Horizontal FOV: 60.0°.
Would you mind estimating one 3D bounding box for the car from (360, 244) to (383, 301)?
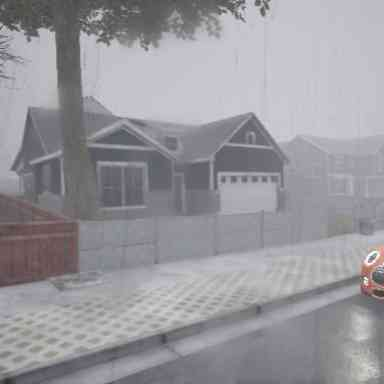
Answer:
[{"bbox_3d":[5.646,1.338,7.275,4.553,1.767,2.097,0,0,-37],"label":"car"}]
